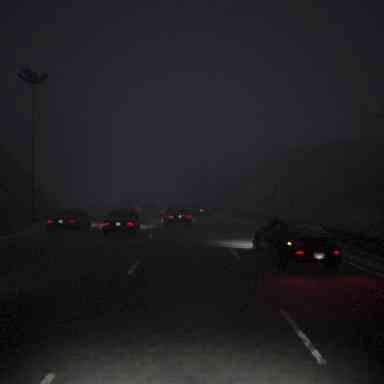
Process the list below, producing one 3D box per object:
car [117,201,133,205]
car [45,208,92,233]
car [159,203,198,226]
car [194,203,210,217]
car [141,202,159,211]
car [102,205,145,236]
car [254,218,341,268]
[{"bbox_3d":[-8.673,1.898,43.553,2.033,1.411,5.357,0,0,-17],"label":"car"},{"bbox_3d":[-7.680,1.718,21.140,2.033,1.411,5.357,0,0,-7],"label":"car"},{"bbox_3d":[-1.173,1.750,25.161,2.033,1.411,5.357,0,0,-8],"label":"car"},{"bbox_3d":[0.532,1.848,35.368,1.994,1.385,4.181,0,0,-12],"label":"car"},{"bbox_3d":[-5.865,1.972,46.234,1.895,1.301,4.718,0,0,-17],"label":"car"},{"bbox_3d":[-4.017,1.705,19.456,2.033,1.411,5.357,0,0,-6],"label":"car"},{"bbox_3d":[3.464,1.619,11.572,1.812,1.442,4.674,0,0,-2],"label":"car"}]
